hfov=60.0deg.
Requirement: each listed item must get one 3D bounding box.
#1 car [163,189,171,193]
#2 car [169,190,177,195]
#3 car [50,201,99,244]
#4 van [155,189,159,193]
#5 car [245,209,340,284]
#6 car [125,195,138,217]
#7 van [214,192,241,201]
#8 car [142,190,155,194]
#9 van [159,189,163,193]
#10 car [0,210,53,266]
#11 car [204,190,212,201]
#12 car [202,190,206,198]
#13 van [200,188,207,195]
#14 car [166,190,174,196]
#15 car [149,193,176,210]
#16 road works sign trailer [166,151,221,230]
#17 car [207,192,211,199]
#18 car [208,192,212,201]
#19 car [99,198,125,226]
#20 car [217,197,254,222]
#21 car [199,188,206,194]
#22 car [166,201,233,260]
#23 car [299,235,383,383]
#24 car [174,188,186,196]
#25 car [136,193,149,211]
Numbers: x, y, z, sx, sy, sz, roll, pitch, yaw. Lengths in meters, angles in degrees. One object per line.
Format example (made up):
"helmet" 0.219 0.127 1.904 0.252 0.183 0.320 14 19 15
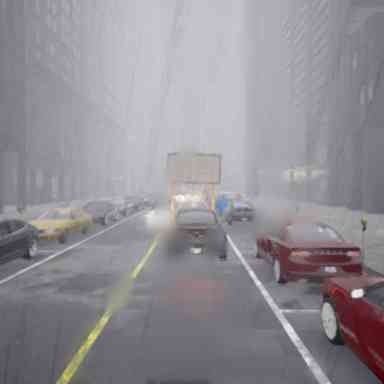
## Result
"car" -5.509 0.313 59.677 2.192 1.841 5.009 0 1 0
"car" -5.365 0.032 93.496 1.947 1.339 4.313 0 1 0
"car" -5.701 1.272 14.424 1.752 1.417 4.829 0 1 0
"van" -5.581 0.614 42.770 1.690 1.788 3.998 0 1 0
"car" 2.800 1.387 8.941 1.887 1.381 4.507 0 1 0
"car" -5.653 1.135 25.867 1.802 1.307 4.206 0 1 0
"van" 2.872 0.896 25.843 1.690 1.788 3.998 0 1 0
"car" -5.605 0.806 37.137 1.967 1.590 4.097 0 1 0
"van" -5.557 0.522 48.406 1.690 1.788 3.998 0 1 0
"car" -5.725 1.407 8.960 1.947 1.339 4.313 0 1 0
"car" 2.944 0.825 42.753 2.008 1.369 4.403 0 1 0
"car" 2.992 0.636 54.024 1.887 1.381 4.507 0 1 0
"van" 3.160 -0.191 93.469 1.690 1.788 3.998 0 1 0
"car" -5.413 0.186 82.224 1.887 1.381 4.507 0 1 0
"car" -2.955 1.033 33.128 1.895 1.301 4.718 0 1 0
"road works sign trailer" 0.051 -0.030 15.168 2.380 3.560 2.880 2 10 -1
"car" 2.920 0.949 37.118 1.802 1.307 4.206 0 1 0
"car" 2.896 1.012 31.482 2.008 1.369 4.403 0 1 0
"car" -5.677 1.214 20.231 1.947 1.339 4.313 0 1 0
"car" 2.848 1.201 20.211 2.008 1.369 4.403 0 1 0
"car" 3.040 0.225 65.291 2.192 1.841 5.009 0 1 0
"car" 0.145 1.296 11.505 1.837 1.490 4.892 0 2 0
"car" 2.776 1.485 3.305 1.887 1.381 4.507 0 1 0
"car" -2.682 0.307 74.208 1.895 1.301 4.718 0 1 0
"car" -5.629 1.025 31.503 1.947 1.339 4.313 0 1 0
